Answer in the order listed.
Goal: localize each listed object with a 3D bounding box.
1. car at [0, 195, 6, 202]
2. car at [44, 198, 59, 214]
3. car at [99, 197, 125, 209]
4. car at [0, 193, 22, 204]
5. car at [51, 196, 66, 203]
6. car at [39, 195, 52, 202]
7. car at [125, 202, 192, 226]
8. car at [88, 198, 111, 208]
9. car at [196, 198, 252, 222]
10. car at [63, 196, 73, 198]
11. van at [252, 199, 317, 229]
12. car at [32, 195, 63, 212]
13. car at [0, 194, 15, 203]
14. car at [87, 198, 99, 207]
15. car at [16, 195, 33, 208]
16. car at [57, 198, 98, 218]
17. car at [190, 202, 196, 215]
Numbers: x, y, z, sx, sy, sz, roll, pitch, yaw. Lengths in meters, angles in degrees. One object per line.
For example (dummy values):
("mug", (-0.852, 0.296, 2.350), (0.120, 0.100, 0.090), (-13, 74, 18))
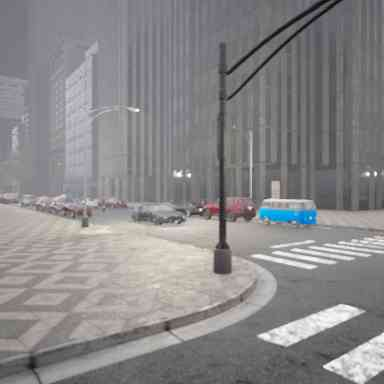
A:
("car", (-43.877, 1.473, 75.997), (1.752, 1.417, 4.829), (1, 0, -35))
("car", (-13.998, 1.611, 35.228), (1.802, 1.307, 4.206), (0, 0, -36))
("car", (-10.440, 1.472, 44.797), (1.967, 1.590, 4.097), (0, 0, -36))
("car", (-33.999, 1.305, 62.521), (2.192, 1.841, 5.009), (0, 0, -36))
("car", (-27.211, 1.521, 67.682), (1.752, 1.417, 4.829), (0, 0, -36))
("car", (-33.894, 1.492, 76.810), (1.752, 1.417, 4.829), (1, 0, -35))
("car", (-2.592, 1.586, 24.009), (2.033, 1.411, 5.357), (0, 0, -36))
("car", (-13.775, 1.610, 49.347), (1.802, 1.307, 4.206), (0, 0, -36))
("car", (2.895, 1.359, 26.601), (2.192, 1.841, 5.009), (0, 0, -36))
("car", (-16.286, 1.592, 42.779), (1.994, 1.385, 4.181), (0, 0, -36))
("van", (6.230, 1.386, 22.051), (1.690, 1.788, 3.998), (0, 0, -36))
("car", (-17.332, 1.466, 39.777), (1.967, 1.590, 4.097), (0, 0, -36))
("car", (-37.334, 1.292, 67.070), (2.192, 1.841, 5.009), (0, 0, -36))
("car", (-14.314, 1.554, 45.334), (1.812, 1.442, 4.674), (0, 0, -36))
("car", (-23.999, 1.568, 48.874), (2.008, 1.369, 4.403), (0, 0, -36))
("car", (-10.664, 1.577, 30.680), (1.887, 1.381, 4.507), (0, 0, -36))
("car", (-0.439, 1.607, 31.151), (1.947, 1.339, 4.313), (0, 0, -36))
